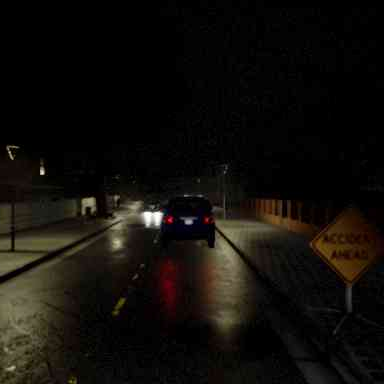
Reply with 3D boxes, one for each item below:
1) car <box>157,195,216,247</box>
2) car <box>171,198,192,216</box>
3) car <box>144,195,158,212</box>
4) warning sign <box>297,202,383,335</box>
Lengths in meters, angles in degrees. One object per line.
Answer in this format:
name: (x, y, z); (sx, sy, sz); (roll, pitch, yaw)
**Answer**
car: (-0.204, 1.208, 15.047); (2.150, 2.045, 5.566); (0, 0, -2)
car: (-1.153, 1.456, 32.856); (1.882, 1.535, 5.008); (0, 0, -4)
car: (-4.591, 1.473, 39.141); (2.128, 1.511, 4.902); (0, 0, -5)
warning sign: (2.489, 1.108, 5.263); (1.300, 1.860, 1.060); (1, 1, -1)
